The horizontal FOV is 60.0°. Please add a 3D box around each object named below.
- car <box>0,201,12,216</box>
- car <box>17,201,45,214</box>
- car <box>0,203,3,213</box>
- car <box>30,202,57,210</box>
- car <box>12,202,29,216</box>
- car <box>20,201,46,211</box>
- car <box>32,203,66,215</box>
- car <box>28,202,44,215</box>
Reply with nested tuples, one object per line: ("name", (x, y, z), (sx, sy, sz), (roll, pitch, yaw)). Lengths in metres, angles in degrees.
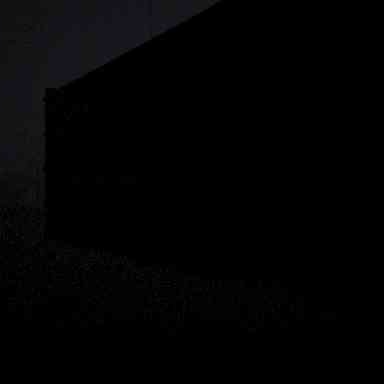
("car", (-26.054, 2.254, 42.576), (4.553, 1.767, 2.185), (0, -2, 17))
("car", (-23.699, 2.574, 50.593), (4.553, 1.767, 2.185), (0, -2, 17))
("car", (-35.261, 2.700, 56.806), (5.366, 1.575, 1.946), (0, -2, 17))
("car", (-31.403, 3.025, 70.204), (5.008, 1.535, 2.097), (0, -1, 17))
("car", (-25.254, 2.524, 45.238), (4.792, 1.488, 2.163), (0, -2, 17))
("car", (-32.242, 2.851, 67.551), (4.553, 1.767, 2.185), (0, -1, 17))
("car", (-22.896, 2.662, 53.254), (4.553, 1.767, 2.185), (0, -2, 17))
("car", (-24.505, 2.630, 47.921), (4.792, 1.488, 2.163), (0, -2, 17))
